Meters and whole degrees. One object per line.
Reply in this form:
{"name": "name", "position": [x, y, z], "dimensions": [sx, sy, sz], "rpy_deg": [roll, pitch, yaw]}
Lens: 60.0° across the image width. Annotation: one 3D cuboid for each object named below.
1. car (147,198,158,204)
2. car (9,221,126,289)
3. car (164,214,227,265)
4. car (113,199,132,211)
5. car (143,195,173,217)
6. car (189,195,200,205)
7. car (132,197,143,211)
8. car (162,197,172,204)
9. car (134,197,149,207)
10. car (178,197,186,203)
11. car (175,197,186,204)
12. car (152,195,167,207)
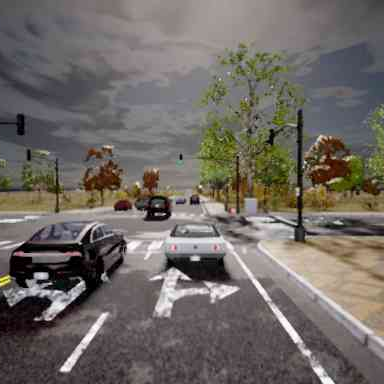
{"name": "car", "position": [-9.101, 2.005, 76.804], "dimensions": [1.895, 1.301, 4.718], "rpy_deg": [0, 0, 1]}
{"name": "car", "position": [-3.149, 1.560, 9.371], "dimensions": [2.128, 1.511, 4.902], "rpy_deg": [0, 0, 0]}
{"name": "car", "position": [0.102, 1.689, 12.047], "dimensions": [1.895, 1.301, 4.718], "rpy_deg": [0, 0, 0]}
{"name": "car", "position": [-9.694, 1.802, 46.936], "dimensions": [1.882, 1.535, 5.008], "rpy_deg": [0, 0, 1]}
{"name": "car", "position": [-3.201, 1.417, 33.560], "dimensions": [2.150, 2.045, 5.566], "rpy_deg": [0, 0, 0]}
{"name": "car", "position": [0.587, 1.707, 73.133], "dimensions": [2.150, 2.045, 5.566], "rpy_deg": [0, 0, 1]}
{"name": "car", "position": [-6.456, 1.869, 46.460], "dimensions": [2.033, 1.411, 5.357], "rpy_deg": [0, 0, 1]}
{"name": "car", "position": [-5.832, 1.964, 77.840], "dimensions": [1.994, 1.385, 4.181], "rpy_deg": [0, 0, 1]}
{"name": "car", "position": [-9.380, 1.775, 62.274], "dimensions": [2.097, 1.767, 4.553], "rpy_deg": [0, -1, 2]}
{"name": "car", "position": [-2.483, 1.993, 83.575], "dimensions": [1.994, 1.385, 4.181], "rpy_deg": [0, 0, 1]}
{"name": "car", "position": [-2.656, 2.079, 73.570], "dimensions": [1.895, 1.301, 4.718], "rpy_deg": [0, 0, 1]}
{"name": "car", "position": [-6.116, 1.645, 62.747], "dimensions": [2.150, 2.045, 5.566], "rpy_deg": [0, 0, 2]}
